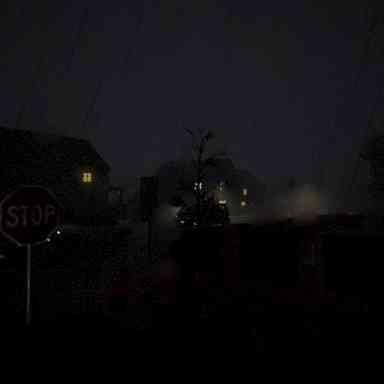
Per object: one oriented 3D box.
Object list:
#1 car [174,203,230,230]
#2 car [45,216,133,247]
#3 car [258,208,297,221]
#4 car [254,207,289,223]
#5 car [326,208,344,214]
[{"bbox_3d":[0.927,1.864,25.842,2.150,2.045,5.566,1,-1,35],"label":"car"},{"bbox_3d":[-5.309,1.931,16.997,1.895,1.301,4.718,1,-1,35],"label":"car"},{"bbox_3d":[8.345,2.485,31.270,2.033,1.411,5.357,1,-1,35],"label":"car"},{"bbox_3d":[9.037,2.546,37.333,2.128,1.511,4.902,1,-1,35],"label":"car"},{"bbox_3d":[21.461,3.124,49.906,2.128,1.511,4.902,1,-1,35],"label":"car"}]
